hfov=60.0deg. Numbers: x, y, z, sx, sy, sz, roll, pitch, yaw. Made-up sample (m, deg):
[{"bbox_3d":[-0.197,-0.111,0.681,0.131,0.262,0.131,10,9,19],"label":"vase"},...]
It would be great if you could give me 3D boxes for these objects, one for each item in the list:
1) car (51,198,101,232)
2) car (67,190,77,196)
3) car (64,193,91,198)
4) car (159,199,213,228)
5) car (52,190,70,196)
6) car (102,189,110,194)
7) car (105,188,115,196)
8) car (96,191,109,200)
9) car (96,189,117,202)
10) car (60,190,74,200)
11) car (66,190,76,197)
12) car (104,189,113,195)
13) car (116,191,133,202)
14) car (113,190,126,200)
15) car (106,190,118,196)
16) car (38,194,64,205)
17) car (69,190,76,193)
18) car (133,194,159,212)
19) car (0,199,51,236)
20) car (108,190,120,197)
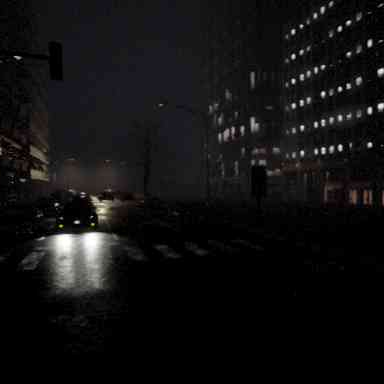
[{"bbox_3d":[-6.093,1.231,17.757,1.994,1.385,4.181,-1,1,-18],"label":"car"},{"bbox_3d":[-28.550,0.175,79.188,2.008,1.369,4.403,-1,1,-18],"label":"car"},{"bbox_3d":[-9.127,1.060,27.227,1.994,1.385,4.181,-1,1,-17],"label":"car"},{"bbox_3d":[-0.265,1.117,18.548,1.887,1.381,4.507,-1,1,-18],"label":"car"},{"bbox_3d":[-15.013,0.797,37.052,1.967,1.590,4.097,-1,1,-18],"label":"car"},{"bbox_3d":[-24.008,-0.194,92.443,1.752,1.417,4.829,-1,1,-18],"label":"car"},{"bbox_3d":[-18.881,-0.010,76.478,1.967,1.590,4.097,-1,1,-18],"label":"car"},{"bbox_3d":[-15.389,0.527,56.832,1.895,1.301,4.718,-1,1,-18],"label":"car"},{"bbox_3d":[-12.264,0.654,47.437,1.994,1.385,4.181,-1,1,-18],"label":"car"},{"bbox_3d":[-21.782,0.425,58.119,1.967,1.590,4.097,-1,1,-18],"label":"car"},{"bbox_3d":[-26.857,0.265,73.921,2.008,1.369,4.403,-1,1,-18],"label":"car"},{"bbox_3d":[-20.571,0.012,81.748,2.008,1.369,4.403,-1,1,-18],"label":"car"},{"bbox_3d":[-8.725,0.681,44.881,1.802,1.307,4.206,-1,1,-18],"label":"car"},{"bbox_3d":[-12.163,0.435,55.576,1.752,1.417,4.829,-1,1,-18],"label":"car"},{"bbox_3d":[-17.187,0.190,71.215,2.008,1.369,4.403,-1,1,-18],"label":"car"},{"bbox_3d":[-11.628,1.096,26.521,2.008,1.369,4.403,-1,1,-18],"label":"car"},{"bbox_3d":[-12.332,0.864,37.262,2.033,1.411,5.357,-1,1,-17],"label":"car"},{"bbox_3d":[-3.702,0.903,29.242,1.752,1.417,4.829,-1,1,-18],"label":"car"},{"bbox_3d":[-8.243,1.287,15.987,2.008,1.369,4.403,-1,1,-18],"label":"car"},{"bbox_3d":[-15.495,0.275,65.948,1.887,1.381,4.507,-1,1,-18],"label":"car"}]
